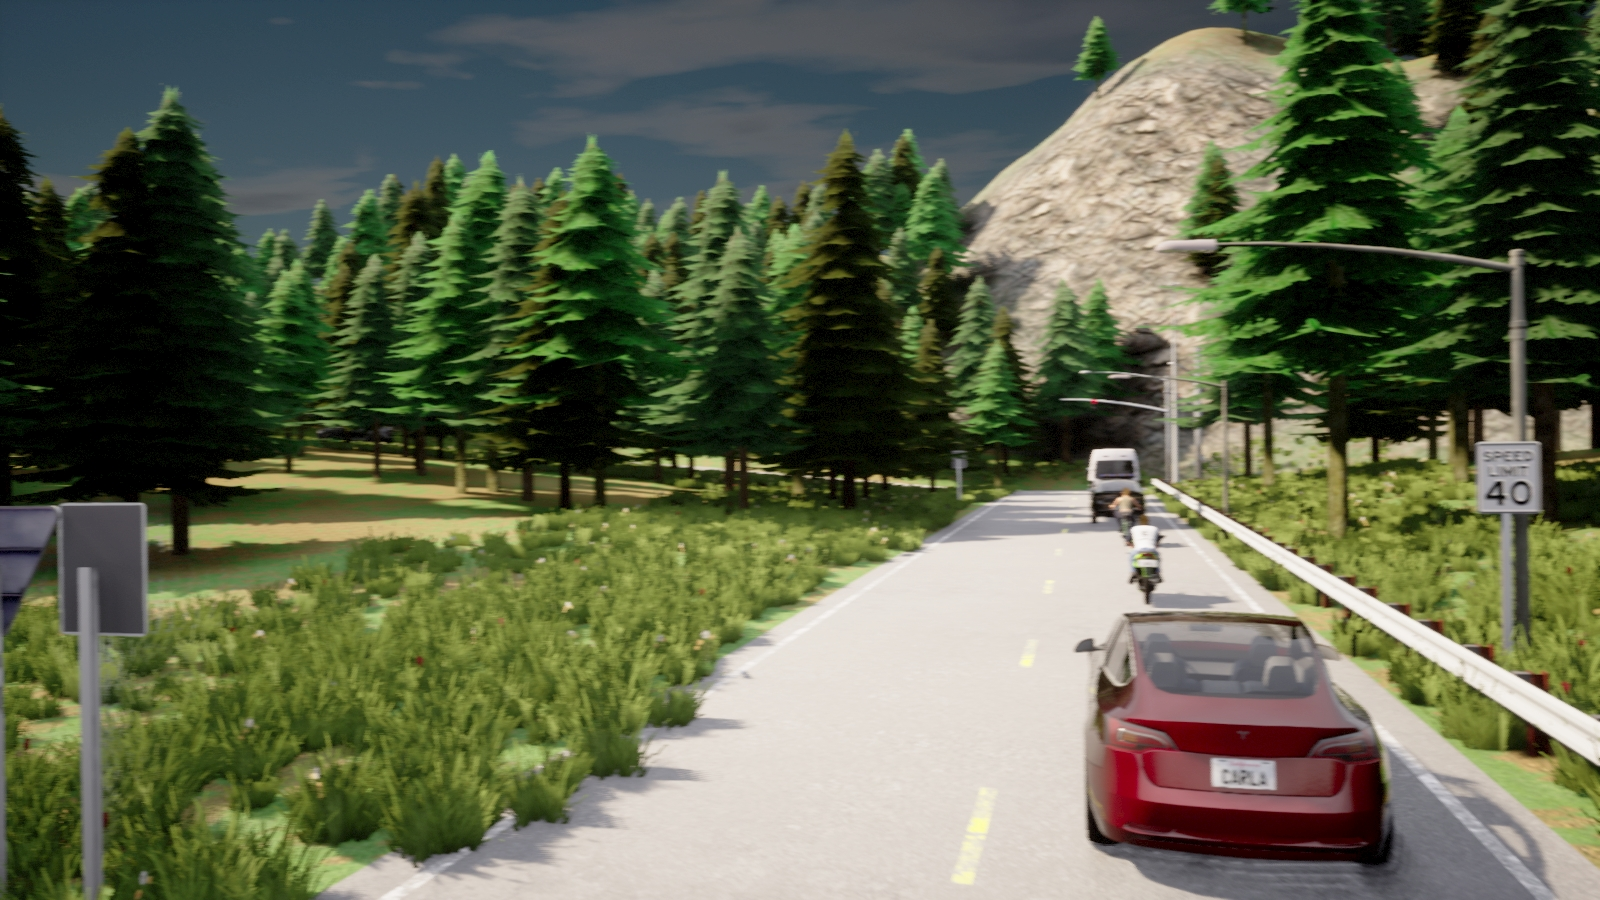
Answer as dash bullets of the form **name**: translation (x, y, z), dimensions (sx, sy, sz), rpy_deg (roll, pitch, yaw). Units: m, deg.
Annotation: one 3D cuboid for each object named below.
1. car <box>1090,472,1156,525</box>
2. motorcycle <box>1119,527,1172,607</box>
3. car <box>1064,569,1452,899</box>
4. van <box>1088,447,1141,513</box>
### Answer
- **car**: translation (11.539, 1.692, 41.104), dimensions (2.097, 1.638, 5.238), rpy_deg (-1, 0, 14)
- **motorcycle**: translation (6.146, 2.058, 20.430), dimensions (0.803, 1.145, 2.033), rpy_deg (-1, 2, 14)
- **car**: translation (3.331, 1.974, 9.200), dimensions (2.163, 1.488, 4.792), rpy_deg (-1, 0, 15)
- **van**: translation (13.246, 1.201, 48.321), dimensions (1.988, 2.561, 5.915), rpy_deg (-1, 0, 14)
